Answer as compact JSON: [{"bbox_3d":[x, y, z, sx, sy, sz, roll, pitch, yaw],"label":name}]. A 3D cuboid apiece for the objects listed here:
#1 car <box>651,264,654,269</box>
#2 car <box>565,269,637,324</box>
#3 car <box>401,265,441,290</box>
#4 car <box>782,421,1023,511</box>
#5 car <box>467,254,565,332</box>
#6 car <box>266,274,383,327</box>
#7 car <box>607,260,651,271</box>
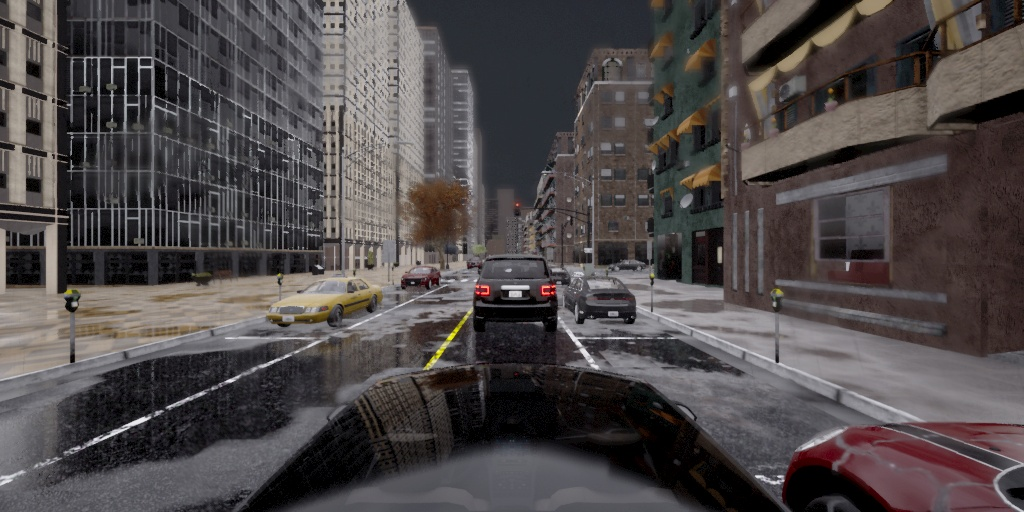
[{"bbox_3d":[18.838,1.006,42.237,4.829,1.417,1.751,0,0,-1],"label":"car"},{"bbox_3d":[2.690,1.301,11.703,2.007,1.370,4.403,0,0,0],"label":"car"},{"bbox_3d":[-5.688,1.300,22.771,1.888,1.381,4.507,0,0,0],"label":"car"},{"bbox_3d":[2.687,1.190,0.638,1.967,1.591,4.097,0,0,0],"label":"car"},{"bbox_3d":[0.091,0.972,10.980,2.150,2.045,5.566,0,0,0],"label":"car"},{"bbox_3d":[-5.690,1.276,11.536,1.751,1.417,4.829,0,0,0],"label":"car"},{"bbox_3d":[13.441,1.109,42.183,4.403,1.370,2.007,0,0,-1],"label":"car"}]
